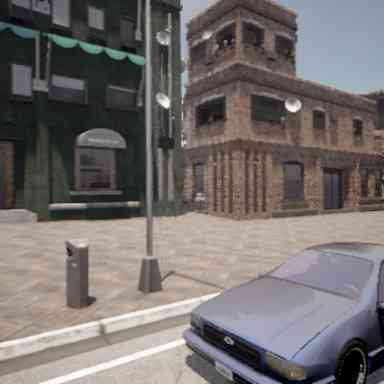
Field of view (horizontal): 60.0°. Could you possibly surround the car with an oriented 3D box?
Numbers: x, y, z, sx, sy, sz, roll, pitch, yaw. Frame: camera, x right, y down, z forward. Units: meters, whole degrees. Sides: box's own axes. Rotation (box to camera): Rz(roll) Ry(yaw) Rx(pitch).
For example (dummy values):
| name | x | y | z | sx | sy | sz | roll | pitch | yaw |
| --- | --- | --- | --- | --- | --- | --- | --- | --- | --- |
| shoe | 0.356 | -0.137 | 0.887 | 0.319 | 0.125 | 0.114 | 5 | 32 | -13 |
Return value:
| name | x | y | z | sx | sy | sz | roll | pitch | yaw |
| --- | --- | --- | --- | --- | --- | --- | --- | --- | --- |
| car | 2.507 | 1.546 | 5.166 | 5.357 | 1.411 | 2.033 | 0 | 0 | -36 |
